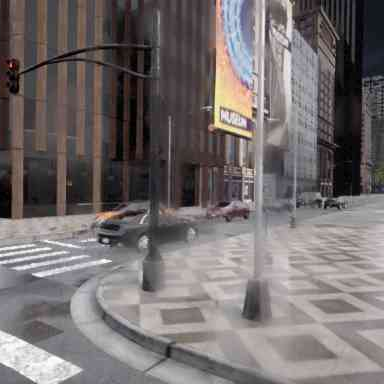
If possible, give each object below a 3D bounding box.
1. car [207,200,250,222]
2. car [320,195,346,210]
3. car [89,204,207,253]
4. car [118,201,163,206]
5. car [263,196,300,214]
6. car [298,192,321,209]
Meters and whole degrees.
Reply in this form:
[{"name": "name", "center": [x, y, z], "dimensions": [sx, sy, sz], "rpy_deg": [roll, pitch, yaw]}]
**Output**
[{"name": "car", "center": [2.897, 1.391, 25.616], "dimensions": [1.812, 1.442, 4.674], "rpy_deg": [1, 1, 36]}, {"name": "car", "center": [17.667, 1.341, 41.036], "dimensions": [1.837, 1.490, 4.892], "rpy_deg": [1, 1, 36]}, {"name": "car", "center": [-1.629, 1.474, 13.759], "dimensions": [1.837, 1.490, 4.892], "rpy_deg": [2, 1, 36]}, {"name": "car", "center": [-3.043, 1.257, 17.261], "dimensions": [2.097, 1.767, 4.553], "rpy_deg": [1, 1, 36]}, {"name": "car", "center": [8.906, 1.372, 34.100], "dimensions": [2.033, 1.411, 5.357], "rpy_deg": [1, 1, 35]}, {"name": "car", "center": [15.102, 1.004, 42.759], "dimensions": [2.150, 2.045, 5.566], "rpy_deg": [1, 1, 35]}]
